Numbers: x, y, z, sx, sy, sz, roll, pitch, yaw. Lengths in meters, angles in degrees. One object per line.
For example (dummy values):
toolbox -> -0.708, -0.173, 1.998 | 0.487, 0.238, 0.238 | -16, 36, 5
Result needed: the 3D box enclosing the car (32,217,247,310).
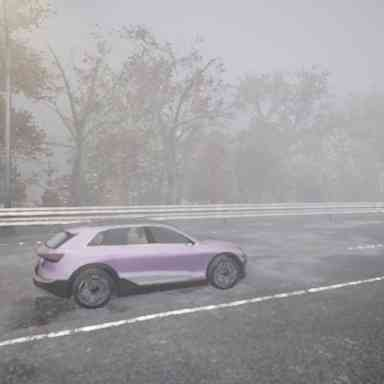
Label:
car -> -1.013, 1.421, 7.720 | 4.856, 1.649, 2.033 | 0, 0, -26
